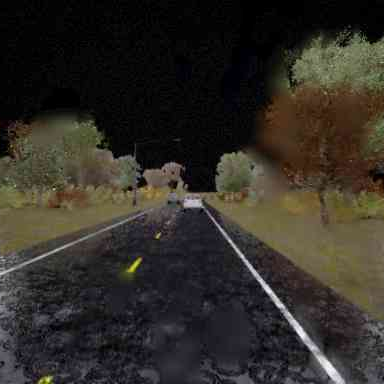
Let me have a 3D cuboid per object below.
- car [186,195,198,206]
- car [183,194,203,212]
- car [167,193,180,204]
[{"bbox_3d":[0.061,1.438,59.348,2.097,1.767,4.553,0,0,1],"label":"car"},{"bbox_3d":[0.113,1.273,40.186,2.150,2.045,5.566,0,0,0],"label":"car"},{"bbox_3d":[-3.485,1.316,64.233,2.150,2.045,5.566,0,0,0],"label":"car"}]
